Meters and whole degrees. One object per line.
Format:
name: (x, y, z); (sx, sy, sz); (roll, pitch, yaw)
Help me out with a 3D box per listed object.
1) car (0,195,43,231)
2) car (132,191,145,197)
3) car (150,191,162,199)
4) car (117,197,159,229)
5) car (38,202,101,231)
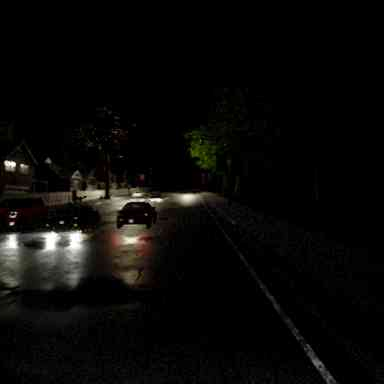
car: (-9.847, 1.114, 18.730); (2.097, 1.767, 4.553); (0, 1, 0)
car: (-9.779, 0.548, 60.983); (1.812, 1.442, 4.674); (0, 1, 1)
car: (-6.531, 0.586, 60.975); (1.994, 1.385, 4.181); (0, 1, 1)
car: (-3.146, 1.276, 19.502); (1.812, 1.442, 4.674); (0, 1, 0)
car: (-6.597, 1.324, 18.816); (1.994, 1.385, 4.181); (0, 1, 0)
